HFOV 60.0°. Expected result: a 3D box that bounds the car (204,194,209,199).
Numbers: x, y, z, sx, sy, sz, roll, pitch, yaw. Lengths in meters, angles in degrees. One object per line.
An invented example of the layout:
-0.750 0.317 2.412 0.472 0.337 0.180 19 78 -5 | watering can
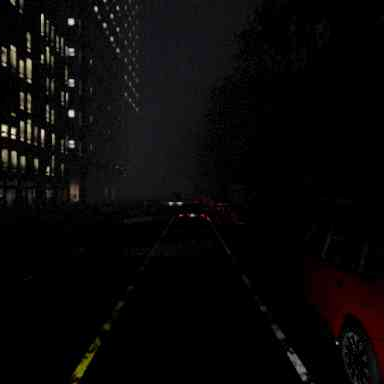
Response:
2.844 1.205 39.465 1.882 1.535 5.008 0 0 0 | car

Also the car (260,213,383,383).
2.690 1.278 4.935 2.192 1.841 5.009 0 0 0 | car

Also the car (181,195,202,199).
-0.087 1.309 42.578 1.895 1.301 4.718 0 0 0 | car

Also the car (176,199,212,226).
0.013 1.396 21.841 2.033 1.411 5.357 0 0 0 | car

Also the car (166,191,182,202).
-3.017 0.805 61.812 2.150 2.045 5.566 0 0 1 | car

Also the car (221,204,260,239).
2.641 1.467 16.188 1.802 1.307 4.206 0 0 0 | car

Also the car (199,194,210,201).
2.480 1.091 66.853 1.887 1.381 4.507 0 0 0 | car

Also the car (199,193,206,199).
2.612 0.962 83.945 1.752 1.417 4.829 0 0 1 | car

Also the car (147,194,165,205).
-5.681 1.227 50.209 1.947 1.339 4.313 0 0 0 | car

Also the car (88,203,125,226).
-5.555 1.401 22.072 2.008 1.369 4.403 0 0 0 | car

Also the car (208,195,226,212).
2.881 1.278 32.465 1.837 1.490 4.892 0 0 0 | car

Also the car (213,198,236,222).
2.615 1.371 21.982 1.752 1.417 4.829 0 0 0 | car

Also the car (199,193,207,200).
2.551 1.019 78.135 1.887 1.381 4.507 0 0 1 | car

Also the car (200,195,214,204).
2.472 1.171 55.573 2.008 1.369 4.403 0 0 0 | car

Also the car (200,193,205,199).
2.491 1.203 49.940 1.887 1.381 4.507 0 0 0 | car
